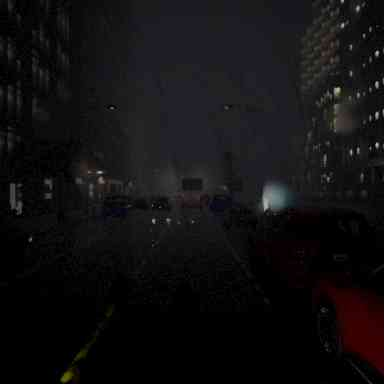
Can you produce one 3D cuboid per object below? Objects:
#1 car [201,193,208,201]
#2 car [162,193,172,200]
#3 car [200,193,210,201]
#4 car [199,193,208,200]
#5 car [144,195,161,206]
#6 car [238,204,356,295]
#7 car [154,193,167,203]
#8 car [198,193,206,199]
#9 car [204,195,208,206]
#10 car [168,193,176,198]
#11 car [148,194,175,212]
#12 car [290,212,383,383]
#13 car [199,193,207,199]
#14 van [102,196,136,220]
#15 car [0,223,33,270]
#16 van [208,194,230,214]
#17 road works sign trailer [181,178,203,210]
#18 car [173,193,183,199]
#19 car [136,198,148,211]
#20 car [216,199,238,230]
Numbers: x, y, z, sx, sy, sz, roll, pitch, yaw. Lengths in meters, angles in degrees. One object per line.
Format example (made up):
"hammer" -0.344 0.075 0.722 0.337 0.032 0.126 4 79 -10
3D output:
"car" 2.704 1.230 48.261 2.008 1.369 4.403 0 0 0
"car" -5.673 1.041 76.728 1.887 1.381 4.507 0 0 0
"car" 2.707 0.973 71.014 1.967 1.590 4.097 0 0 0
"car" 2.708 1.041 76.705 1.887 1.381 4.507 0 0 0
"car" -5.677 1.231 48.283 2.008 1.369 4.403 0 0 0
"car" 2.700 1.258 8.437 2.192 1.841 5.009 0 0 0
"car" -5.674 1.046 59.661 1.967 1.590 4.097 0 0 0
"car" 2.710 0.975 88.082 2.008 1.369 4.403 0 0 0
"car" 2.702 1.305 36.883 2.008 1.369 4.403 0 0 0
"car" -5.670 0.934 93.795 1.887 1.381 4.507 0 0 0
"car" -3.090 1.274 34.804 1.837 1.490 4.892 0 0 0
"car" 2.699 1.296 2.749 2.192 1.841 5.009 0 0 0
"car" 2.708 1.042 82.394 1.802 1.307 4.206 0 0 0
"van" -5.678 1.170 25.525 1.690 1.788 3.998 0 0 0
"car" -5.683 1.509 8.460 1.947 1.339 4.313 0 0 0
"van" 2.703 1.132 31.193 1.690 1.788 3.998 0 0 0
"road works sign trailer" 0.030 0.212 37.840 2.380 3.560 2.880 0 0 0
"car" -2.989 0.940 76.122 1.895 1.301 4.718 0 0 0
"car" -5.679 1.320 36.905 1.947 1.339 4.313 0 0 0
"car" 2.700 1.391 19.986 1.752 1.417 4.829 0 0 0
